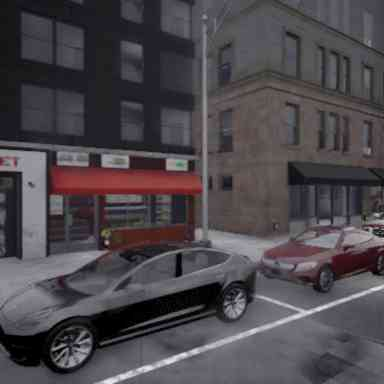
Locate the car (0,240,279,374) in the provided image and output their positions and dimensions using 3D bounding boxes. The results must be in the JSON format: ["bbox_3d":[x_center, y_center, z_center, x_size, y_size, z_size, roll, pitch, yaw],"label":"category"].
[{"bbox_3d":[-0.782,1.562,5.630,4.313,1.339,1.947,0,0,-36],"label":"car"}]

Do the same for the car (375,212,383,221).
[{"bbox_3d":[8.024,1.297,11.915,5.009,1.841,2.192,0,0,-36],"label":"car"}]

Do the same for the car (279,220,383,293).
[{"bbox_3d":[3.622,1.571,8.773,4.206,1.307,1.802,0,0,-36],"label":"car"}]
